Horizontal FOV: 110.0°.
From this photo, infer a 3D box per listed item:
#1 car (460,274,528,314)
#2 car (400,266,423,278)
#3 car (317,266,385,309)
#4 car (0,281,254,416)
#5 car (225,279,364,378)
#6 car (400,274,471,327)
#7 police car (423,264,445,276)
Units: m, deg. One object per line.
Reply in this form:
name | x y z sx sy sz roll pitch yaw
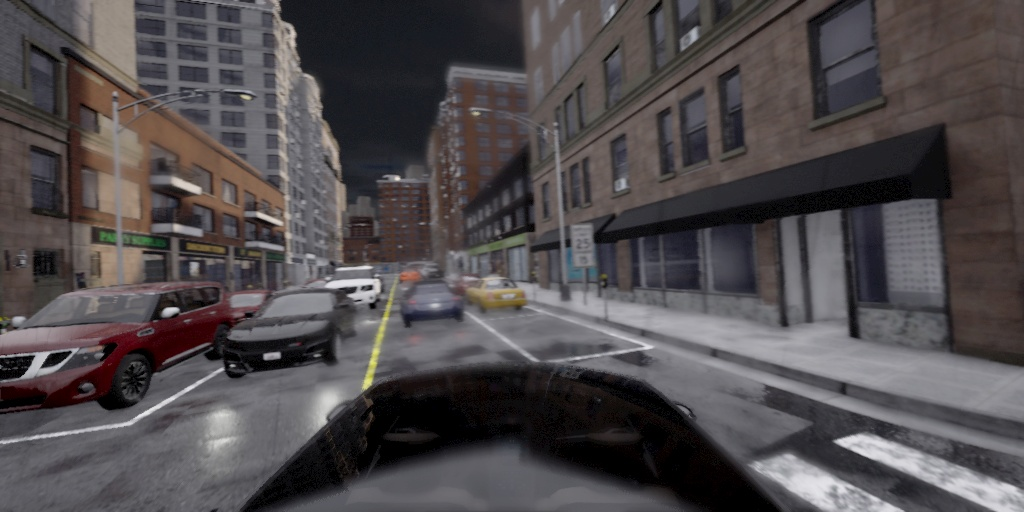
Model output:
car | -0.775 1.430 14.755 1.751 1.417 4.829 0 0 -17
car | -11.737 2.159 41.120 2.097 1.767 4.553 -3 -1 -17
car | -7.914 1.544 18.154 2.150 2.045 5.566 -3 -1 -17
car | -7.226 1.476 6.828 2.192 1.841 5.009 0 0 -17
car | -4.939 1.538 8.631 1.882 1.535 5.008 -3 -1 -17
car | -2.987 1.570 13.081 1.994 1.385 4.181 -3 -1 -17
police car | -9.284 2.133 43.537 1.930 1.638 5.238 -3 -1 -17
